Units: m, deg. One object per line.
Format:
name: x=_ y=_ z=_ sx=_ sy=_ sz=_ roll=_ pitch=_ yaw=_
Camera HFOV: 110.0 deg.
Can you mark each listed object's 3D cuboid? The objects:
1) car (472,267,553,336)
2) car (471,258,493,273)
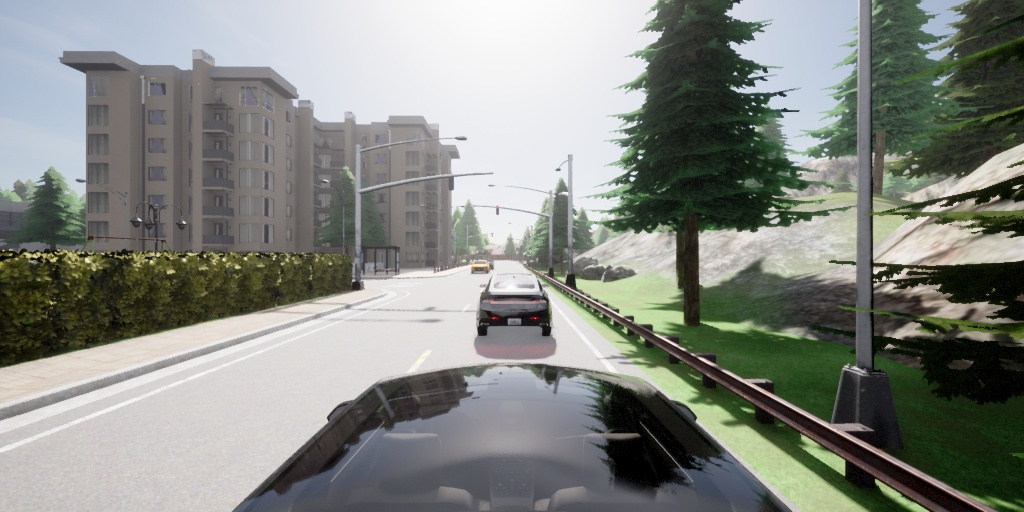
car: x=0.062 y=1.242 z=10.370 sx=2.128 sy=1.511 sz=4.902 roll=0 pitch=0 yaw=0
car: x=-3.679 y=1.227 z=42.361 sx=1.882 sy=1.535 sz=5.008 roll=0 pitch=0 yaw=0
